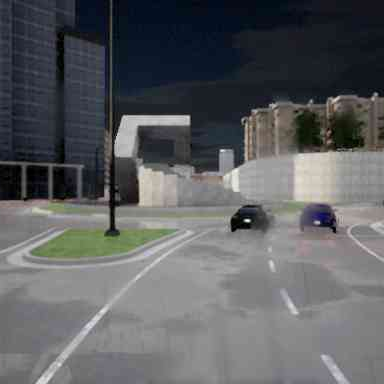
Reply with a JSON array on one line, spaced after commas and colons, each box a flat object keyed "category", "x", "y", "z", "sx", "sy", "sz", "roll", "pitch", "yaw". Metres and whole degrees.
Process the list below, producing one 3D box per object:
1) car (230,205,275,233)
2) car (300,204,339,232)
[{"category": "car", "x": 3.520, "y": 1.430, "z": 18.941, "sx": 1.994, "sy": 1.385, "sz": 4.181, "roll": 0, "pitch": 0, "yaw": 20}, {"category": "car", "x": 7.349, "y": 1.391, "z": 19.155, "sx": 1.812, "sy": 1.442, "sz": 4.674, "roll": 0, "pitch": 0, "yaw": 24}]
